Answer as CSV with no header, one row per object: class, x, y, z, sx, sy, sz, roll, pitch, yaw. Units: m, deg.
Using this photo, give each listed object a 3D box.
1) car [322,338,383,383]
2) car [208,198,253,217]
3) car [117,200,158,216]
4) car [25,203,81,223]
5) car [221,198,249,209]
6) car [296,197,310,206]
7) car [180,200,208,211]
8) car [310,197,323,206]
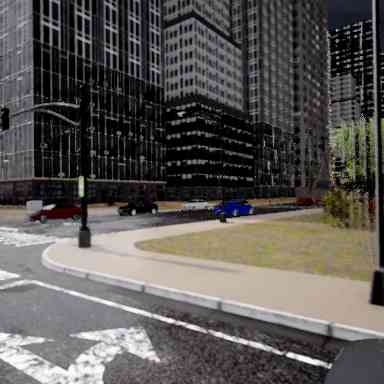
car,3.277,1.542,1.350,5.357,1.411,2.033,0,0,35
car,3.967,1.481,31.120,1.882,1.535,5.008,-1,-1,37
car,-5.631,1.677,34.895,1.837,1.490,4.892,-1,-1,37
car,-11.244,1.687,27.455,1.812,1.442,4.674,-1,-1,37
car,6.718,1.683,51.183,2.128,1.511,4.902,-1,-1,38
car,19.228,1.613,56.729,1.812,1.442,4.674,-1,-1,37
car,0.406,1.708,42.875,1.812,1.442,4.674,-1,-1,37
car,21.172,1.556,53.910,1.812,1.442,4.674,-1,-1,37
